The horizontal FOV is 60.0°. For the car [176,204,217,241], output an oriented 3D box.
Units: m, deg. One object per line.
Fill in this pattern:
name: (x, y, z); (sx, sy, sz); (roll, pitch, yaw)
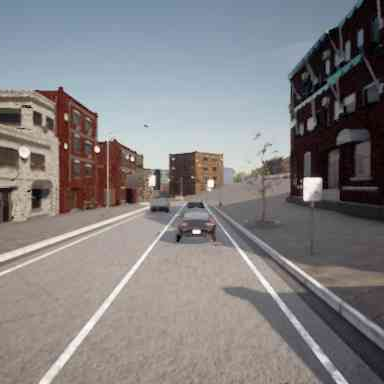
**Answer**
car: (0.212, 1.517, 16.384); (1.812, 1.442, 4.674); (0, 0, 0)

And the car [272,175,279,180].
car: (23.146, -3.753, 86.481); (2.097, 1.535, 5.008); (0, 1, -3)

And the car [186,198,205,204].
car: (0.388, 1.459, 36.922); (1.882, 1.535, 5.008); (0, 0, 0)

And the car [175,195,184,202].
car: (-2.897, 1.433, 75.845); (1.882, 1.535, 5.008); (0, -1, 0)

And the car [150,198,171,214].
car: (-3.319, 1.452, 35.316); (1.882, 1.535, 5.008); (0, 0, 1)

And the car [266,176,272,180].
car: (22.839, -3.817, 92.020); (2.002, 1.452, 4.674); (0, 1, -2)

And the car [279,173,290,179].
car: (23.570, -3.775, 80.971); (2.185, 1.767, 4.553); (0, 1, -4)
